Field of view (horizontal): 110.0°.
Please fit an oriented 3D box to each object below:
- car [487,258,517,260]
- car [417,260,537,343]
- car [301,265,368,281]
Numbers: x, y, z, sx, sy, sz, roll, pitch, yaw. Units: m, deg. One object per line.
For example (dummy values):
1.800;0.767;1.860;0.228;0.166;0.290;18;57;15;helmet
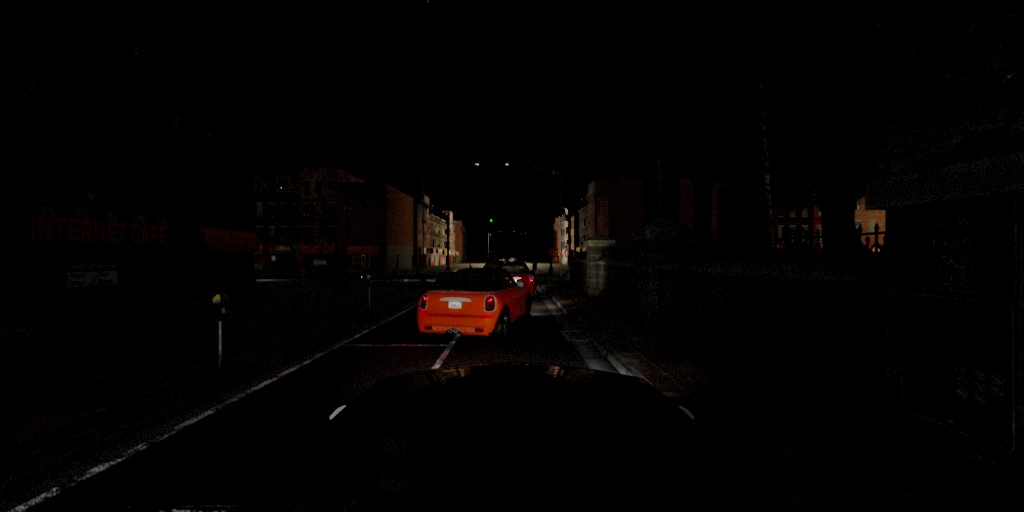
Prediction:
0.084;1.110;17.870;2.097;1.767;4.553;0;0;1;car
-0.782;1.106;10.013;2.097;1.767;4.553;0;0;13;car
-14.332;1.386;29.067;4.718;1.301;1.895;0;0;3;car
